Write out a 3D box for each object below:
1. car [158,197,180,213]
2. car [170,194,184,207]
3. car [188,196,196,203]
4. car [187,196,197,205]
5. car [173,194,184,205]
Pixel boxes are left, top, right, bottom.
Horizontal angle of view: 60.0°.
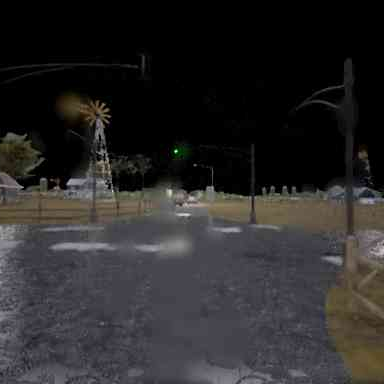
[{"bbox_3d":[-2.840,1.659,38.923,2.033,1.411,5.357,0,0,1],"label":"car"},{"bbox_3d":[-2.779,1.433,56.700,2.150,2.045,5.566,0,-1,1],"label":"car"},{"bbox_3d":[0.003,1.743,78.059,1.812,1.442,4.674,0,0,0],"label":"car"},{"bbox_3d":[0.000,1.830,67.583,2.033,1.411,5.357,0,0,0],"label":"car"},{"bbox_3d":[-2.749,1.488,68.920,2.150,2.045,5.566,0,0,0],"label":"car"}]
